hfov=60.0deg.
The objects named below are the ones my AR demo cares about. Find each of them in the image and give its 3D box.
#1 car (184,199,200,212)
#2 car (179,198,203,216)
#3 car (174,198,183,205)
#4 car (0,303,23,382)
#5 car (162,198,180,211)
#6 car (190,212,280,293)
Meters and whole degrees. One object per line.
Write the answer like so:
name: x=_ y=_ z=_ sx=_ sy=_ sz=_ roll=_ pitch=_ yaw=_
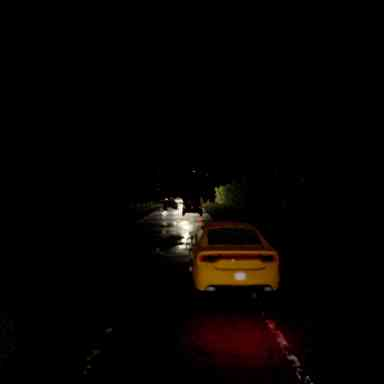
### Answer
car: x=0.017 y=1.777 z=45.160 sx=2.128 sy=1.511 sz=4.902 roll=0 pitch=0 yaw=0
car: x=0.036 y=1.574 z=35.222 sx=2.097 sy=1.767 sz=4.553 roll=0 pitch=0 yaw=0
car: x=-2.821 y=1.970 z=69.885 sx=1.812 sy=1.442 sz=4.674 roll=0 pitch=0 yaw=0
car: x=-2.852 y=1.557 z=1.453 sx=2.033 sy=1.411 sz=5.357 roll=0 pitch=0 yaw=0
car: x=-2.892 y=1.809 z=44.840 sx=1.812 sy=1.442 sz=4.674 roll=0 pitch=0 yaw=0
car: x=0.954 y=1.535 z=9.067 sx=1.882 sy=1.535 sz=5.008 roll=0 pitch=0 yaw=0
